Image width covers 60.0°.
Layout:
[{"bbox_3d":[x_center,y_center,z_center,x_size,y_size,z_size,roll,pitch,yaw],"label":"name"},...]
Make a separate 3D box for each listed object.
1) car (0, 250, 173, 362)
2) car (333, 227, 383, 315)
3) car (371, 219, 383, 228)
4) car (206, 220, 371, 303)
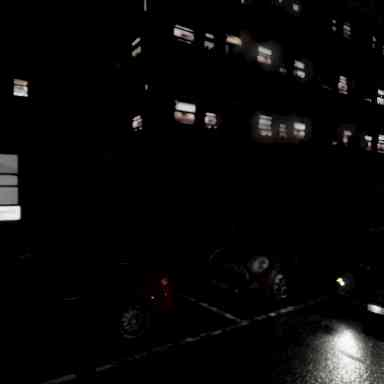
[{"bbox_3d":[-2.260,1.586,4.921,4.206,1.307,1.802,0,-1,-35],"label":"car"},{"bbox_3d":[5.242,1.583,7.114,5.357,1.411,2.033,0,0,-36],"label":"car"},{"bbox_3d":[6.860,1.603,11.429,4.403,1.369,2.008,0,-1,-35],"label":"car"},{"bbox_3d":[2.299,1.468,8.176,4.097,1.590,1.967,0,-1,-36],"label":"car"}]
